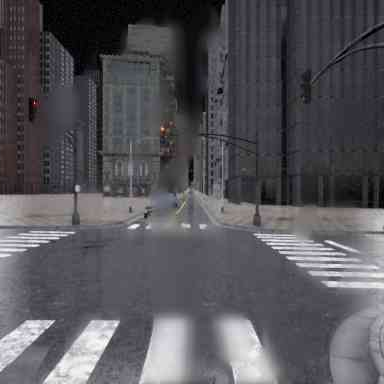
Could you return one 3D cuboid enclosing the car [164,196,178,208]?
[{"bbox_3d":[-3.107,1.479,50.531,1.882,1.535,5.008,0,0,0],"label":"car"}]

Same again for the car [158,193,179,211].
[{"bbox_3d":[-3.113,1.222,40.084,2.150,2.045,5.566,0,0,0],"label":"car"}]

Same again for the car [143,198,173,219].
[{"bbox_3d":[-3.112,1.548,29.833,2.033,1.411,5.357,0,0,0],"label":"car"}]
